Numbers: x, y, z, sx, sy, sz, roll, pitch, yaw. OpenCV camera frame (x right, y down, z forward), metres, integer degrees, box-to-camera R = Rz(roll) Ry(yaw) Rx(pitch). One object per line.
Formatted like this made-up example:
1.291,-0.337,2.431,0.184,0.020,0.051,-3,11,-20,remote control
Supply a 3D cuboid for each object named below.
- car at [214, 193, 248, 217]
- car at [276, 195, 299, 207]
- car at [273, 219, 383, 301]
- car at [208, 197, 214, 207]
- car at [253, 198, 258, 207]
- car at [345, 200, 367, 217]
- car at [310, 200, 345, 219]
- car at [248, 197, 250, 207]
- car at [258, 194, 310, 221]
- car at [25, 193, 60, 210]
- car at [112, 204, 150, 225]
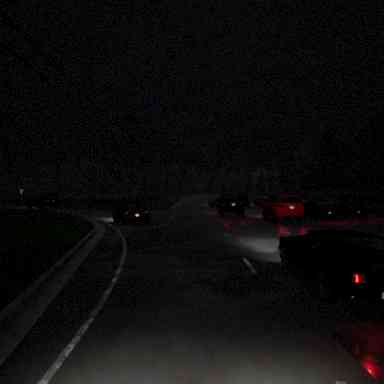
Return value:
3.589,1.193,31.592,2.150,2.045,5.566,0,0,0,car
14.095,1.309,49.451,2.097,1.767,4.553,0,0,0,car
3.600,1.592,8.257,1.895,1.301,4.718,0,0,0,car
3.595,1.519,50.821,1.994,1.385,4.181,0,0,0,car
10.595,1.519,50.619,1.994,1.385,4.181,0,0,0,car
14.097,1.465,30.506,2.128,1.511,4.902,0,0,0,car
10.597,1.453,28.084,1.882,1.535,5.008,0,0,0,car
7.096,1.178,49.213,2.150,2.045,5.566,0,0,0,car
7.098,1.197,26.301,2.150,2.045,5.566,0,0,0,car
-19.403,1.182,43.070,5.566,2.045,2.150,0,0,37,car
-4.534,1.539,24.367,1.994,1.385,4.181,0,0,-24,car
